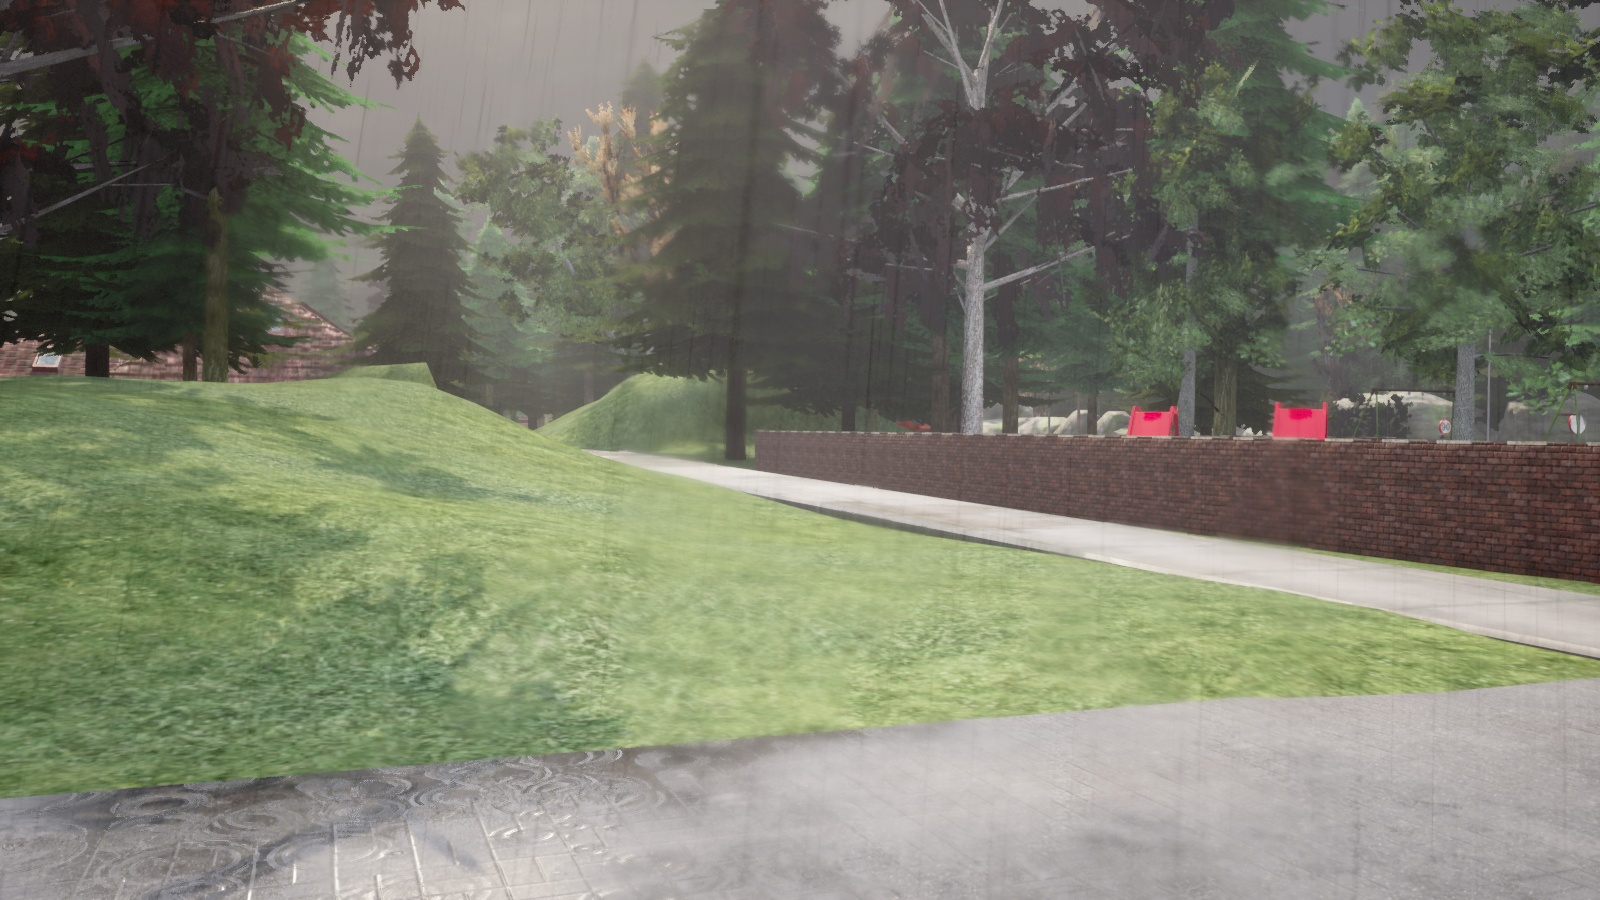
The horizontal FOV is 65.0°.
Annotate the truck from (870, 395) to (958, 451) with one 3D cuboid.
[{"bbox_3d":[8.118,-1.929,90.662,2.891,3.827,8.468,-1,1,-21],"label":"truck"}]
